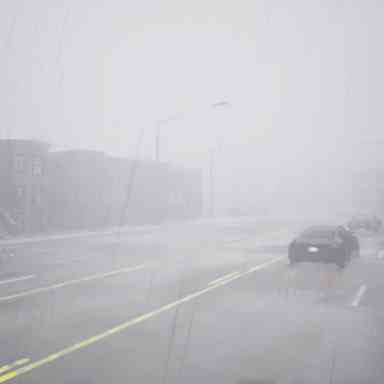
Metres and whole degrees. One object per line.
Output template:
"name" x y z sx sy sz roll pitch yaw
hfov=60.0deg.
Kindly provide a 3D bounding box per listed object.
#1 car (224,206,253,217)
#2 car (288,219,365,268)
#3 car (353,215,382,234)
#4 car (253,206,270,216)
"car" 7.586 3.442 57.105 2.033 1.411 5.357 1 -2 -28
"car" 5.261 1.973 13.016 1.994 1.385 4.181 -2 -2 34
"car" 13.102 2.349 25.000 1.895 1.301 4.718 -2 -2 34
"car" 11.379 3.217 57.255 2.097 1.767 4.553 0 -2 -26
